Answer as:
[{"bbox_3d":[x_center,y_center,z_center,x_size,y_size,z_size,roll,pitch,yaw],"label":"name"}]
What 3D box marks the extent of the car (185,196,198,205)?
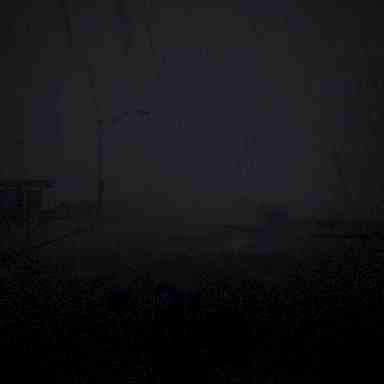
[{"bbox_3d":[-0.015,1.302,52.465,1.812,1.442,4.674,0,0,0],"label":"car"}]
